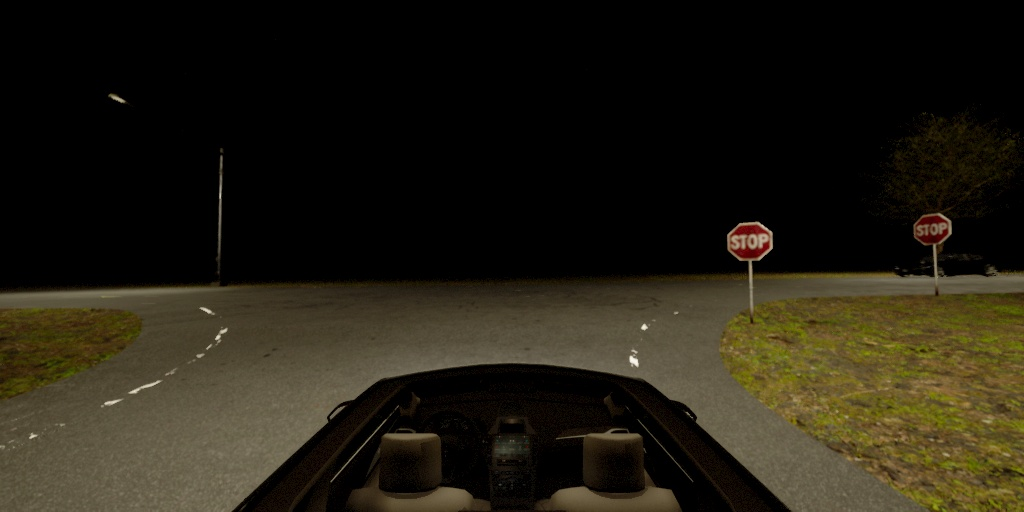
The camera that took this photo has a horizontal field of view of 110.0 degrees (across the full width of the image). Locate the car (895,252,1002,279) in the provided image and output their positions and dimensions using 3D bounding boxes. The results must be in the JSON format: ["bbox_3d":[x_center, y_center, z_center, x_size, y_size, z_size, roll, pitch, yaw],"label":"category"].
[{"bbox_3d":[25.841,0.549,21.354,5.008,1.535,1.882,-1,-2,-1],"label":"car"}]
